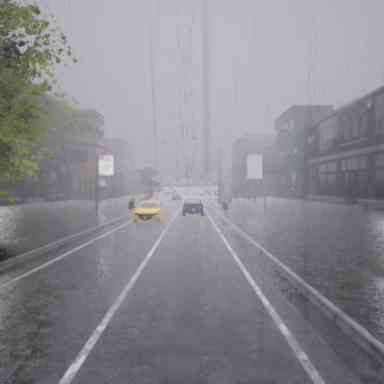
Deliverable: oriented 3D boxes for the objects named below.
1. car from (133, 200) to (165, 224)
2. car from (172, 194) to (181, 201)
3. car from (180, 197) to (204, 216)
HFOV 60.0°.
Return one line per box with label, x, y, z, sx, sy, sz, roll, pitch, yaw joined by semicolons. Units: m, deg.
car;-3.096;1.396;24.617;1.882;1.535;5.008;0;0;0
car;-3.002;1.012;65.570;2.033;1.411;5.357;0;1;0
car;0.101;1.341;31.487;1.882;1.535;5.008;0;1;0
